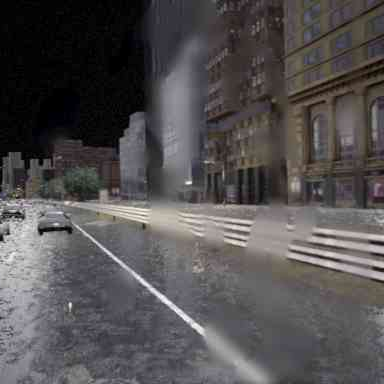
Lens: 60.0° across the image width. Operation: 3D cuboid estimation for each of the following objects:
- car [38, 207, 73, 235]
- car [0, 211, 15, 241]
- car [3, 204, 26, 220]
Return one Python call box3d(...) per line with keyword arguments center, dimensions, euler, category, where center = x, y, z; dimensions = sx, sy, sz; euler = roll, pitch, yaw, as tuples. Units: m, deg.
box3d(center=(-9.002, 1.939, 21.874), dimensions=(1.994, 1.385, 4.181), euler=(-1, 0, -24), category="car")
box3d(center=(-11.351, 2.002, 18.594), dimensions=(1.895, 1.301, 4.718), euler=(-1, 0, -24), category="car")
box3d(center=(-18.737, 2.060, 35.116), dimensions=(2.097, 1.767, 4.553), euler=(-1, -1, -24), category="car")
